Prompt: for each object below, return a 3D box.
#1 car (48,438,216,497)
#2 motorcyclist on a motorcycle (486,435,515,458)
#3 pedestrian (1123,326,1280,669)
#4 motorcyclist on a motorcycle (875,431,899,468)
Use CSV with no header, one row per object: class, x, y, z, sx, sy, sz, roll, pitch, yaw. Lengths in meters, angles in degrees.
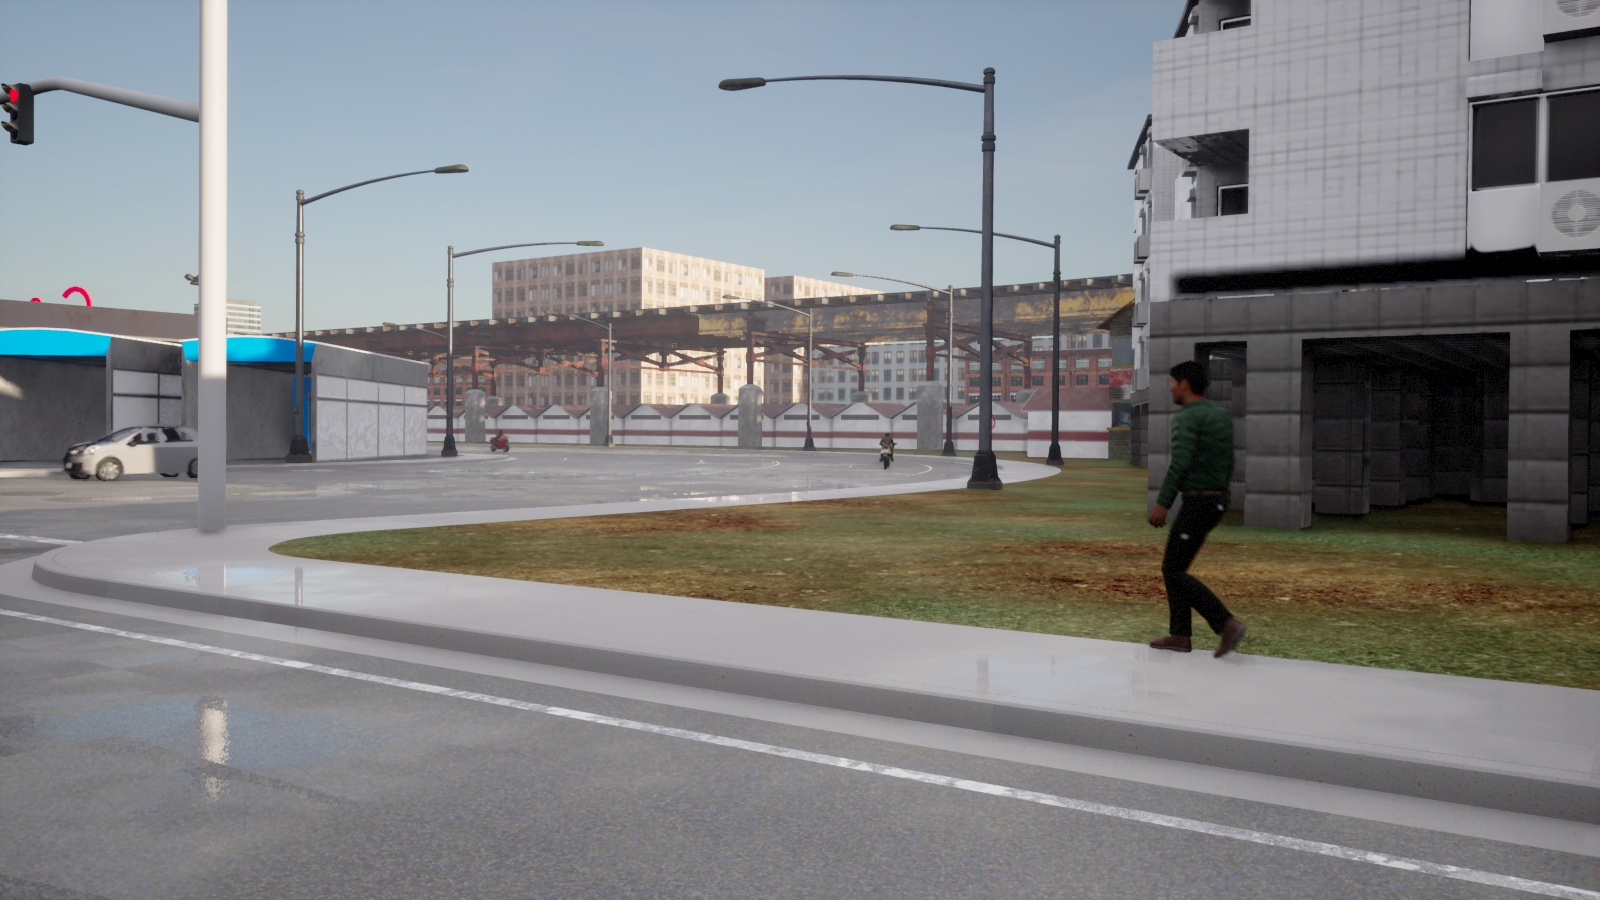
car,-18.333,0.439,34.605,1.845,1.501,3.633,0,1,34
motorcyclist on a motorcycle,-19.629,-0.233,82.357,2.044,1.523,0.797,0,2,42
pedestrian,2.410,0.266,7.557,0.788,1.949,0.423,0,1,42
motorcyclist on a motorcycle,3.625,-0.031,52.096,0.797,1.523,2.044,-1,1,8
